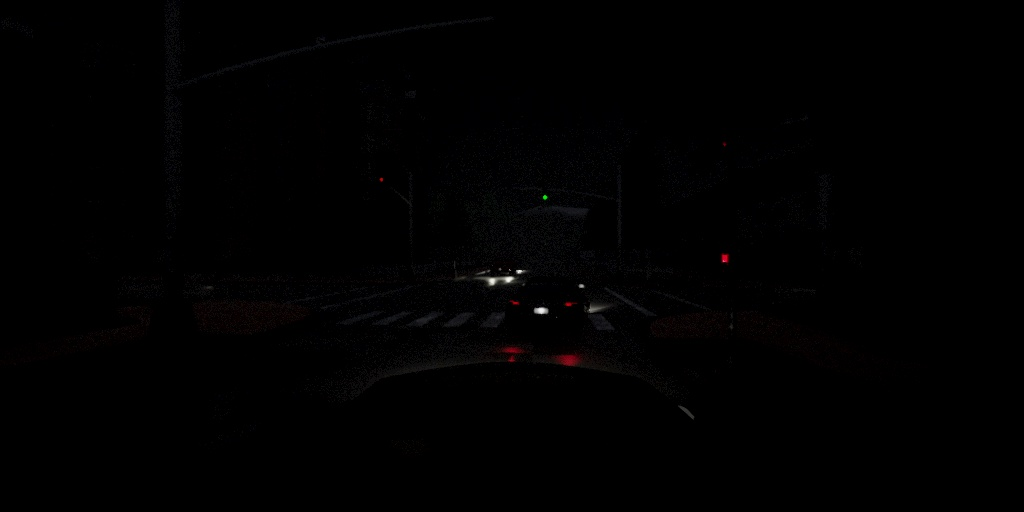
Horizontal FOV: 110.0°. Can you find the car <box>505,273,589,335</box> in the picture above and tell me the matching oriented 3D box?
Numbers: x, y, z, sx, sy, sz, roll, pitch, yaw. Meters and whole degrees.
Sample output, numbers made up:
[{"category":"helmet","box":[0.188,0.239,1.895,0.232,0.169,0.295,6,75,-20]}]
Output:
[{"category":"car","box":[1.167,1.292,10.617,1.994,1.385,4.181,0,0,13]}]

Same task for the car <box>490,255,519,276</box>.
[{"category":"car","box":[-0.842,0.894,36.960,2.150,2.045,5.566,0,0,6]}]

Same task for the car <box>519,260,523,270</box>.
[{"category":"car","box":[0.503,1.196,49.622,1.994,1.385,4.181,0,0,6]}]

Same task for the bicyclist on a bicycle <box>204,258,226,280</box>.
[{"category":"bicyclist on a bicycle","box":[-21.879,0.959,26.446,0.582,1.620,1.656,0,0,8]}]
